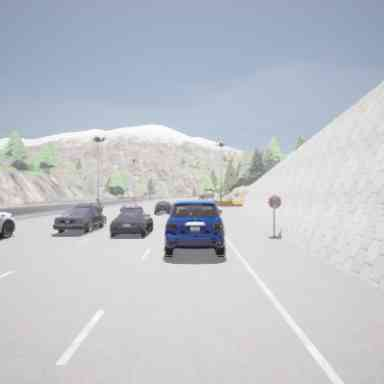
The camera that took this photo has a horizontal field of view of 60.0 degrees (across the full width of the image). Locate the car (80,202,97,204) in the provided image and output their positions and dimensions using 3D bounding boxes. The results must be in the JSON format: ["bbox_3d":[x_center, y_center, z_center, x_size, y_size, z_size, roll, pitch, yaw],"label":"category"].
[{"bbox_3d":[-10.391,1.772,33.624,2.128,1.511,4.902,0,0,0],"label":"car"}]

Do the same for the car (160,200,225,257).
[{"bbox_3d":[0.104,1.337,13.676,2.150,2.045,5.566,0,0,0],"label":"car"}]

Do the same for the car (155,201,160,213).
[{"bbox_3d":[-3.390,1.838,40.022,1.837,1.490,4.892,0,-1,0],"label":"car"}]

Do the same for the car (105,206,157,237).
[{"bbox_3d":[-3.395,1.726,19.310,1.994,1.385,4.181,0,0,0],"label":"car"}]

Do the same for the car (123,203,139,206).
[{"bbox_3d":[-6.890,1.918,38.026,1.895,1.301,4.718,0,0,0],"label":"car"}]

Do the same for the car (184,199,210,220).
[{"bbox_3d":[0.572,1.623,32.404,2.097,1.767,4.553,0,0,6],"label":"car"}]

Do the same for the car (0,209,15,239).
[{"bbox_3d":[-10.396,1.349,15.188,2.150,2.045,5.566,0,0,0],"label":"car"}]

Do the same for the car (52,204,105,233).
[{"bbox_3d":[-6.894,1.722,20.914,2.033,1.411,5.357,0,-1,0],"label":"car"}]
